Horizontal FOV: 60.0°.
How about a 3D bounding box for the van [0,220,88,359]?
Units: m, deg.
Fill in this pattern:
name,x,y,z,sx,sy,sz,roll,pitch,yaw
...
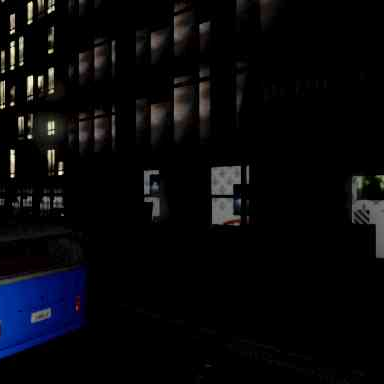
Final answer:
name,x,y,z,sx,sy,sz,roll,pitch,yaw
van,-3.431,1.341,5.331,3.998,1.788,1.690,0,0,36
